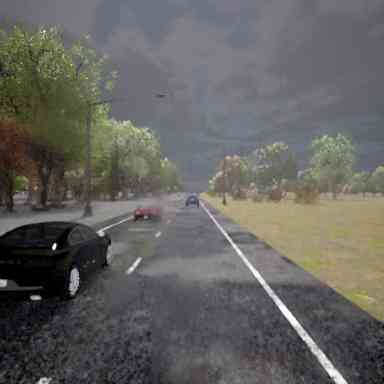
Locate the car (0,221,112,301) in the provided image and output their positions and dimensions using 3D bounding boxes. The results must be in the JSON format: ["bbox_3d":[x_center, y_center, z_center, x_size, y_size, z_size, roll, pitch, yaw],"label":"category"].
[{"bbox_3d":[-3.399,1.465,8.377,1.882,1.535,5.008,0,0,0],"label":"car"}]

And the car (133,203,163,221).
[{"bbox_3d":[-3.400,1.562,26.796,1.895,1.301,4.718,0,0,0],"label":"car"}]

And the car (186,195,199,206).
[{"bbox_3d":[0.102,1.275,54.322,2.097,1.767,4.553,0,0,0],"label":"car"}]

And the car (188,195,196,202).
[{"bbox_3d":[0.006,1.399,73.132,1.837,1.490,4.892,0,0,0],"label":"car"}]
